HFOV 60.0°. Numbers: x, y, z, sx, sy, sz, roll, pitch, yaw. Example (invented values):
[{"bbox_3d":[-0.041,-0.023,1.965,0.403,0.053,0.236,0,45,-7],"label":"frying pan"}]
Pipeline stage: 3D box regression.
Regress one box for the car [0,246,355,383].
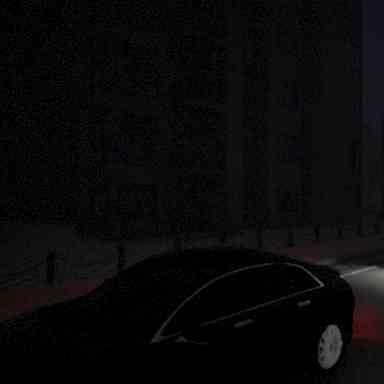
[{"bbox_3d":[0.049,1.505,4.016,4.892,1.490,1.837,1,0,-35],"label":"car"}]
